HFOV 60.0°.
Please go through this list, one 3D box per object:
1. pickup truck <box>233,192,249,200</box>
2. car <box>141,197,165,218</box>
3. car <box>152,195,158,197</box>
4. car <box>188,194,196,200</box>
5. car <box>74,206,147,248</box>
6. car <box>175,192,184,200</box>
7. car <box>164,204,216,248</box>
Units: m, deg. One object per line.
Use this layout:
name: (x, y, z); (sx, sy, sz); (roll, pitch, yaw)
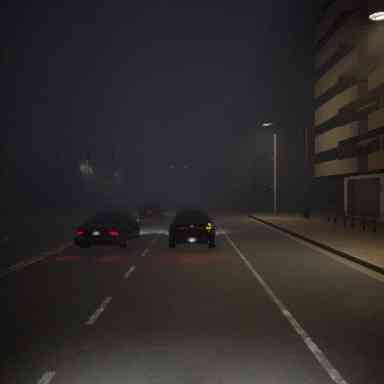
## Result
pickup truck: (13.122, 1.057, 88.674); (2.390, 2.098, 6.274); (0, 0, 31)
car: (-3.500, 1.483, 29.650); (1.882, 1.535, 5.008); (0, 0, 0)
car: (-10.500, 1.532, 94.045); (2.033, 1.411, 5.357); (0, 0, 0)
car: (0.000, 1.423, 89.652); (2.033, 1.411, 5.357); (0, 0, 0)
car: (-3.500, 1.561, 14.650); (2.033, 1.411, 5.357); (0, 0, 0)
car: (-3.500, 1.109, 89.682); (2.150, 2.045, 5.566); (0, 0, 0)
car: (0.000, 1.514, 14.650); (1.837, 1.490, 4.892); (0, 0, 0)
